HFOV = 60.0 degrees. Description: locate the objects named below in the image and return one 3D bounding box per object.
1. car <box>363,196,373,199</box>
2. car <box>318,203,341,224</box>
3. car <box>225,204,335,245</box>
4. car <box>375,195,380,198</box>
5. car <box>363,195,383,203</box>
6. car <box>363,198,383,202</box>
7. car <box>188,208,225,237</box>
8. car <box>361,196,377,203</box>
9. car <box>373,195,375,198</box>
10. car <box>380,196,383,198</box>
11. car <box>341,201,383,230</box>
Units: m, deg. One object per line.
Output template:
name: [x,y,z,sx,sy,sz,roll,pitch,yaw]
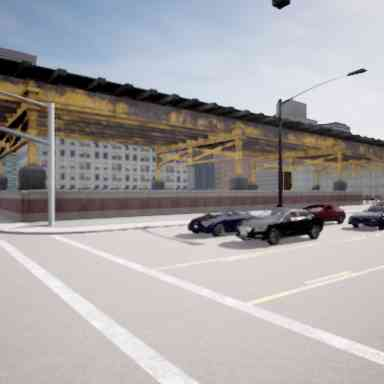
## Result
car: [29.113,1.300,59.272,4.536,1.218,1.853,0,0,8]
car: [8.951,1.534,23.260,4.674,1.442,1.812,0,0,-35]
car: [4.202,1.502,15.588,4.902,1.511,2.128,0,0,-35]
car: [32.910,1.450,61.949,2.038,1.542,4.974,0,0,18]
car: [36.821,1.443,65.707,4.974,1.542,2.038,0,0,-7]
car: [17.407,1.496,29.237,4.892,1.490,1.837,0,0,-35]
car: [1.829,1.587,18.194,4.181,1.385,1.994,0,0,-36]
car: [32.925,1.292,61.998,1.853,1.218,4.536,0,0,18]
car: [29.165,1.458,59.264,4.974,1.542,2.038,0,0,8]
car: [36.769,1.286,65.701,4.536,1.218,1.853,0,0,-7]
car: [12.145,1.541,21.241,5.357,1.411,2.033,0,0,-35]
